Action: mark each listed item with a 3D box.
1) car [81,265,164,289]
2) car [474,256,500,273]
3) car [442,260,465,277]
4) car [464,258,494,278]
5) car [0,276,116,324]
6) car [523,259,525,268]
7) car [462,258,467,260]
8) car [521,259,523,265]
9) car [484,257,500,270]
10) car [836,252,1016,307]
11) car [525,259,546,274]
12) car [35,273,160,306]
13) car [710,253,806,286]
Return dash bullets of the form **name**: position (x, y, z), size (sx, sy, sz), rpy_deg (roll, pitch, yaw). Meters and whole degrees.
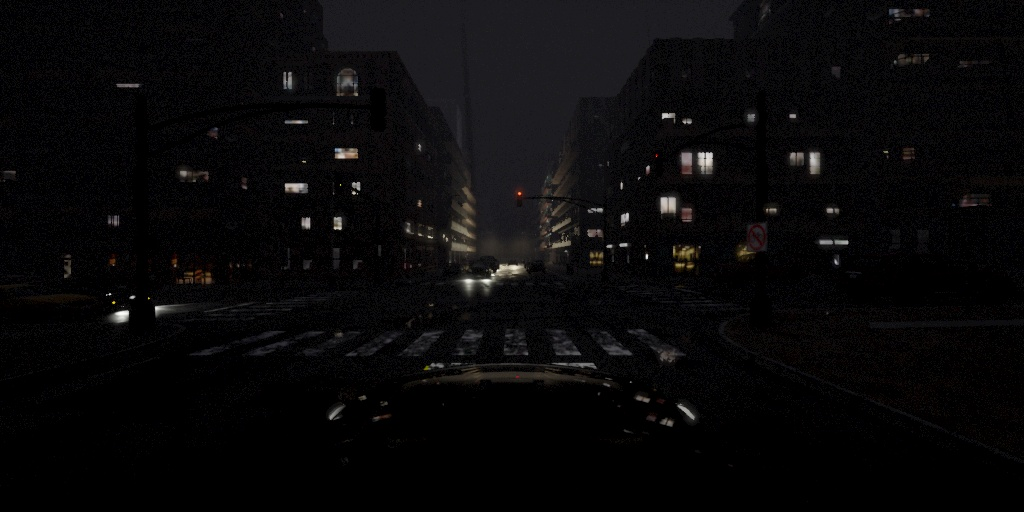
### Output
- **car**: position (-23.550, 1.462, 21.106), size (5.009, 1.841, 2.192), rpy_deg (0, 0, 0)
- **car**: position (-2.993, 0.981, 44.056), size (2.150, 2.045, 5.566), rpy_deg (0, 0, 0)
- **car**: position (-5.606, 1.322, 35.091), size (1.948, 1.339, 4.313), rpy_deg (0, 0, 0)
- **car**: position (-3.020, 1.233, 34.074), size (1.882, 1.535, 5.008), rpy_deg (0, 0, 0)
- **car**: position (-17.602, 1.585, 12.795), size (4.829, 1.417, 1.751), rpy_deg (0, 0, 0)
- **car**: position (2.802, 1.200, 46.437), size (1.967, 1.591, 4.097), rpy_deg (0, 0, 0)
- **car**: position (-5.593, 1.283, 40.604), size (1.751, 1.417, 4.829), rpy_deg (0, 0, 0)
- **car**: position (2.831, 1.348, 57.802), size (1.802, 1.307, 4.207), rpy_deg (0, 0, 0)
- **car**: position (-2.953, 1.116, 54.389), size (2.097, 1.767, 4.553), rpy_deg (0, 0, 0)
- **car**: position (14.738, 0.775, 12.997), size (5.009, 1.841, 2.192), rpy_deg (0, 0, 0)
- **car**: position (2.788, 1.198, 40.754), size (1.967, 1.591, 4.097), rpy_deg (0, 0, 0)
- **car**: position (-18.288, 1.628, 15.380), size (4.181, 1.385, 1.994), rpy_deg (-1, 0, 0)
- **car**: position (14.625, 0.759, 21.376), size (5.009, 1.841, 2.192), rpy_deg (0, 0, 0)
